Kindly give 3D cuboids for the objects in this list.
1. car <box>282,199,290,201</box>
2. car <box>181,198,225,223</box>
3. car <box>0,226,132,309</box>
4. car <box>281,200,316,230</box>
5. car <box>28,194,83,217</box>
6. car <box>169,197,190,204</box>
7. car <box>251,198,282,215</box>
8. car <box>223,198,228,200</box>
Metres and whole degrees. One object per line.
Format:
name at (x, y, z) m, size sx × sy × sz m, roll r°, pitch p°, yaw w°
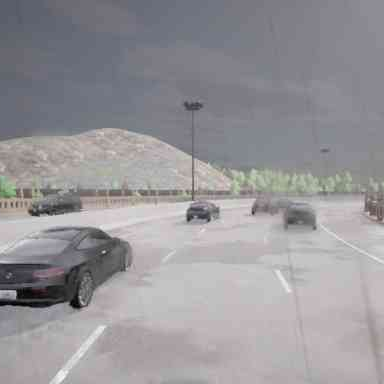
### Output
car at (11.758, 1.545, 42.527) m, size 2.033 × 1.411 × 5.357 m, roll 0°, pitch 0°, yaw 31°
car at (0.963, 1.505, 26.017) m, size 1.837 × 1.490 × 4.892 m, roll 0°, pitch 0°, yaw 17°
car at (-2.815, 1.525, 7.789) m, size 1.812 × 1.442 × 4.674 m, roll 0°, pitch 0°, yaw 6°
car at (6.866, 1.503, 21.415) m, size 1.837 × 1.490 × 4.892 m, roll 0°, pitch 0°, yaw 15°
car at (-12.452, 1.221, 30.782) m, size 2.150 × 2.045 × 5.566 m, roll 0°, pitch 0°, yaw 18°
car at (-1.525, 1.503, 47.612) m, size 1.837 × 1.490 × 4.892 m, roll 0°, pitch 0°, yaw 28°
car at (7.418, 1.351, 33.416) m, size 2.097 × 1.767 × 4.553 m, roll 0°, pitch 0°, yaw 23°
car at (4.508, 1.562, 51.084) m, size 1.994 × 1.385 × 4.181 m, roll 0°, pitch 0°, yaw 32°
